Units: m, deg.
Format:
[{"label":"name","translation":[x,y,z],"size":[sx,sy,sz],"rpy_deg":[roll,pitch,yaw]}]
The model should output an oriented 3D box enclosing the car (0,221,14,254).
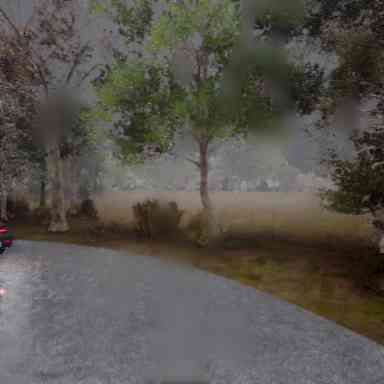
[{"label":"car","translation":[-8.522,1.494,11.707],"size":[4.892,1.490,1.837],"rpy_deg":[-1,0,23]}]
